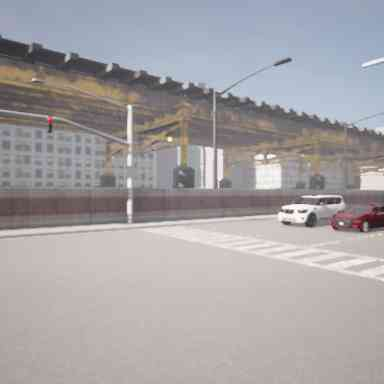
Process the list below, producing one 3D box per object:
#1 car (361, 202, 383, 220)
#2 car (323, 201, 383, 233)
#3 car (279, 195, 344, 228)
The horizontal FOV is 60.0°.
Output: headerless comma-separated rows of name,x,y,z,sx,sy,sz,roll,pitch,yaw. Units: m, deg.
car,16.612,1.578,28.660,4.181,1.385,1.994,0,0,-35
car,10.359,1.487,19.972,5.008,1.535,1.882,0,0,-35
car,8.425,1.231,22.892,5.566,2.045,2.150,0,0,-36
